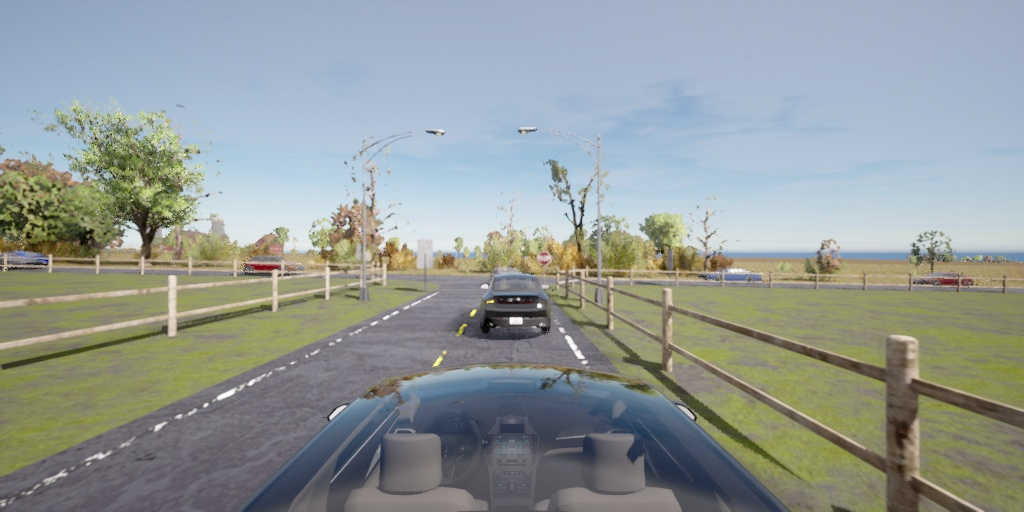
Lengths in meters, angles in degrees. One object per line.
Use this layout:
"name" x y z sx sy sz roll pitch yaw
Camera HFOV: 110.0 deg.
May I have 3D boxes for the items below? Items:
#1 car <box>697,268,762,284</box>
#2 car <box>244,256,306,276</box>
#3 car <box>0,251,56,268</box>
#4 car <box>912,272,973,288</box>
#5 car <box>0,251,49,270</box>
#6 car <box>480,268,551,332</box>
"car" 20.776 1.844 34.314 5.357 1.411 2.033 1 1 0
"car" -20.659 0.786 31.375 4.553 1.767 2.097 1 1 0
"car" -47.325 0.304 34.296 5.008 1.535 1.882 1 1 1
"car" 41.062 2.251 34.278 4.674 1.442 1.812 1 1 0
"car" -44.343 0.466 31.414 5.357 1.411 2.033 1 1 0
"car" 0.095 1.280 10.896 1.837 1.490 4.892 0 0 0
